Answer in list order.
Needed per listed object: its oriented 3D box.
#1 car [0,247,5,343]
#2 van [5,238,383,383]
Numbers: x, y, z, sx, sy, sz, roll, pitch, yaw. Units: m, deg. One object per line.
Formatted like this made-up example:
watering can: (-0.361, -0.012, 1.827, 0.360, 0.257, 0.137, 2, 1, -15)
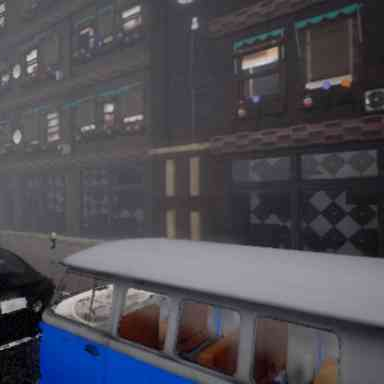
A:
car: (-4.176, 1.639, 5.857, 4.313, 1.339, 1.947, -1, -1, 35)
van: (0.432, 1.353, 2.573, 3.998, 1.788, 1.690, -1, -1, 35)
